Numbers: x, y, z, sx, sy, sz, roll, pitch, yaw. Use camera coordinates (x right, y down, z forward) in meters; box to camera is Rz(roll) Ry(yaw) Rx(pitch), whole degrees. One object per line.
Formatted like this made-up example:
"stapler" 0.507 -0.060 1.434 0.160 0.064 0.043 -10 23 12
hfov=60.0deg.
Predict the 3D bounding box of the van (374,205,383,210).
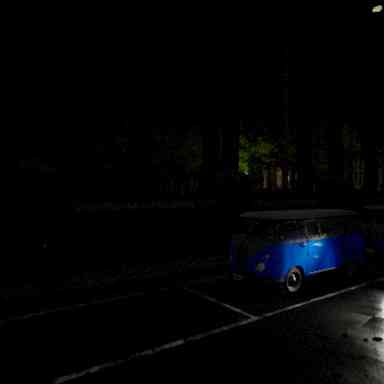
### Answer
"van" 7.312 1.338 11.744 3.998 1.788 1.690 0 0 -35

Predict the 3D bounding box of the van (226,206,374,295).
"van" 2.705 1.340 8.460 3.998 1.788 1.690 0 0 -35

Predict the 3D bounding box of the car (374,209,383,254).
"car" 6.723 1.350 8.167 4.553 1.767 2.097 0 0 -35
